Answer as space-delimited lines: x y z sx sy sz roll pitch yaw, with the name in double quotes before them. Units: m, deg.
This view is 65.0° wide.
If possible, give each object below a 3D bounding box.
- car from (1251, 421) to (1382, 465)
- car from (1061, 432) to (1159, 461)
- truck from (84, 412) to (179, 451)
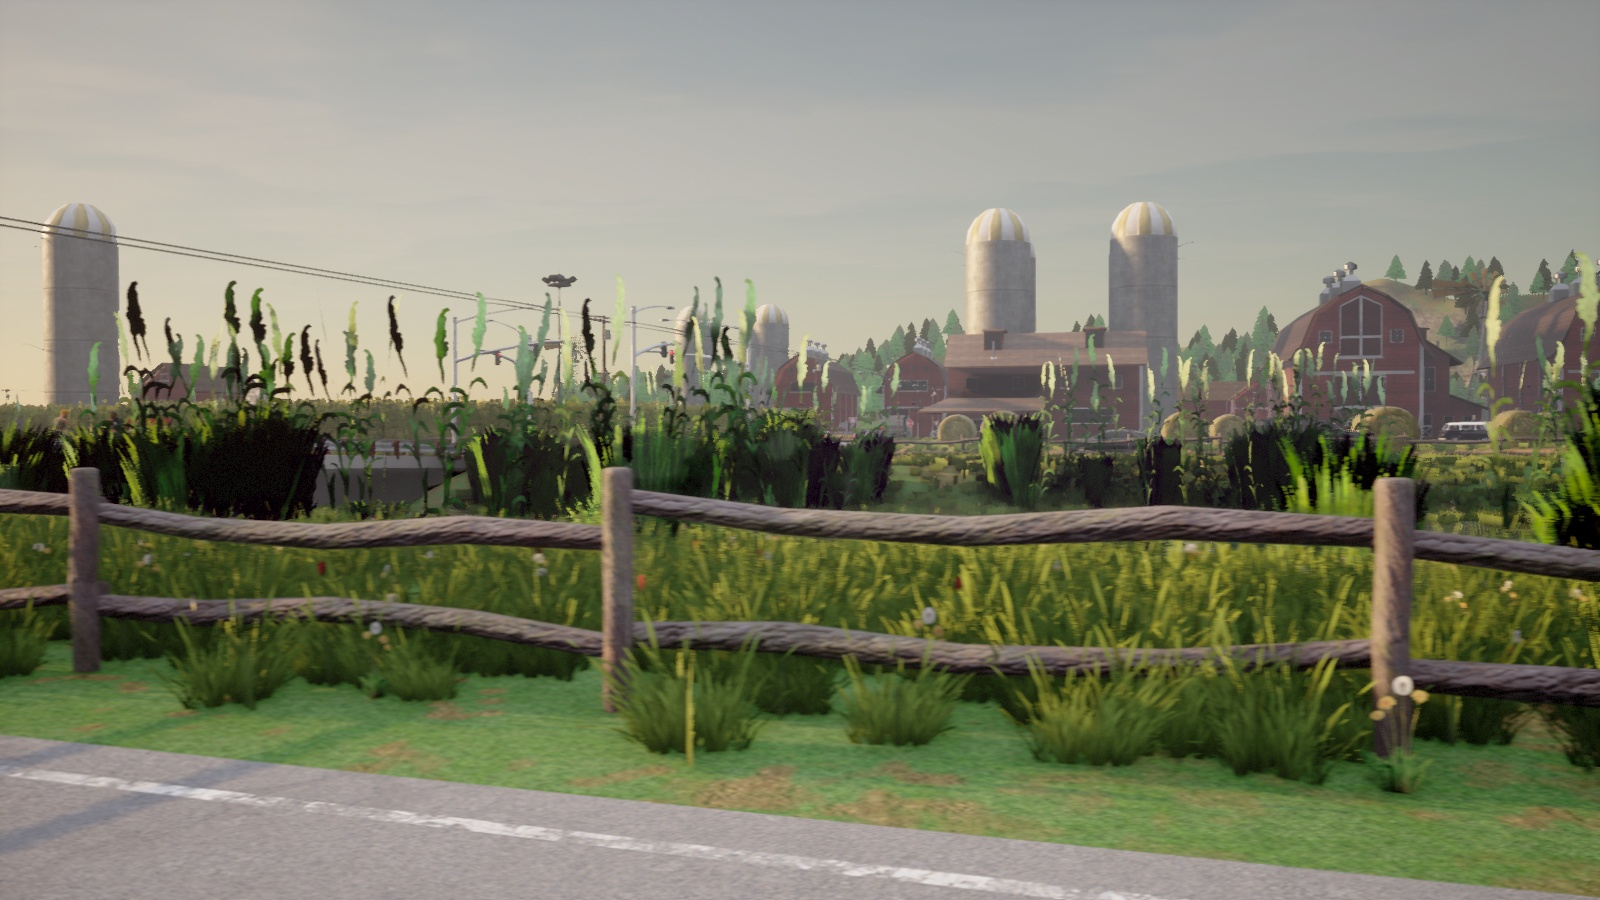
"car" 24.473 -0.350 59.730 5.566 2.045 2.150 0 1 17
"car" 16.254 -0.192 65.823 4.892 1.490 1.837 0 1 17
"truck" -45.924 -1.247 86.316 5.204 2.467 2.627 -2 0 14
